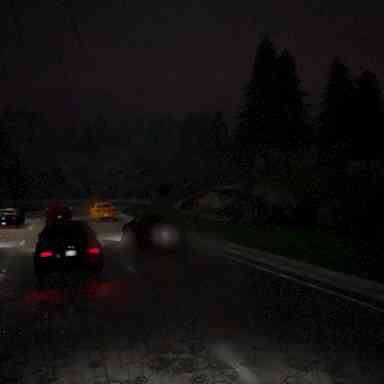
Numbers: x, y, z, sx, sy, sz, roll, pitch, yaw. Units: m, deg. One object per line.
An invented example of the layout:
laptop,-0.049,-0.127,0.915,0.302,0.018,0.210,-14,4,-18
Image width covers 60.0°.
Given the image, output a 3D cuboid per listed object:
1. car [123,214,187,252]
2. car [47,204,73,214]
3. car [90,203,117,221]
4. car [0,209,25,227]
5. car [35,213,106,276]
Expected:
car,-1.749,1.641,14.483,1.994,1.385,4.181,-1,0,-22
car,-11.075,1.741,27.862,1.882,1.535,5.008,-1,0,-21
car,-7.851,1.696,29.224,1.882,1.535,5.008,-1,0,-21
car,-13.645,1.894,24.830,1.895,1.301,4.718,-1,0,-22
car,-4.063,1.647,10.885,2.033,1.411,5.357,-1,0,-22
